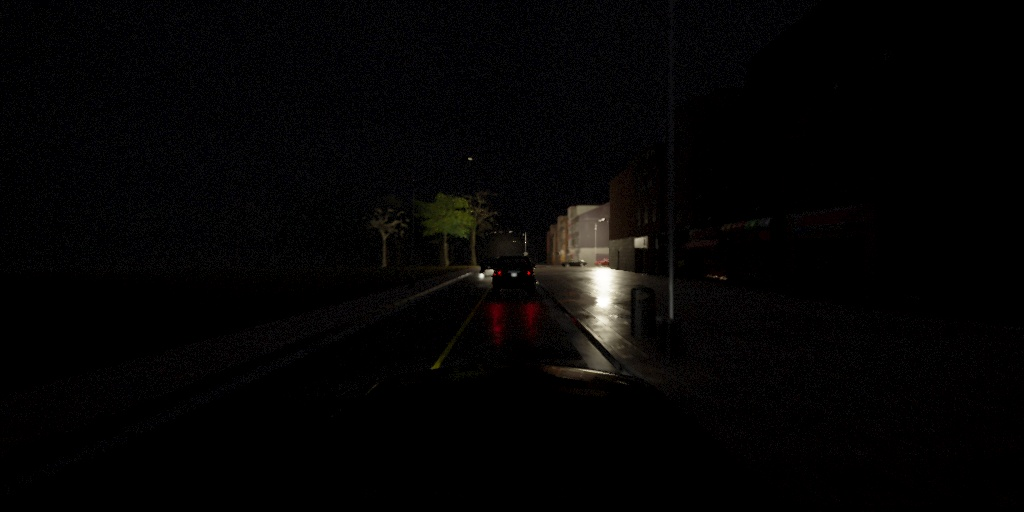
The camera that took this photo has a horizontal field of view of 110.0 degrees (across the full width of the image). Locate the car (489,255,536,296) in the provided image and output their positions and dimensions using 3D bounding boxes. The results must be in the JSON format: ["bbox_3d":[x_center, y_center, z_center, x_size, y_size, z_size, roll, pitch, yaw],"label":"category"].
[{"bbox_3d":[0.100,0.984,19.595,2.150,2.045,5.566,0,0,0],"label":"car"}]

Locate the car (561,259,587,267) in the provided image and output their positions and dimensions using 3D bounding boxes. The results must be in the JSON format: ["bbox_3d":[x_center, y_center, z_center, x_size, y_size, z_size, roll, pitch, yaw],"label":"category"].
[{"bbox_3d":[10.446,1.203,60.285,4.403,1.370,2.007,0,0,0],"label":"car"}]

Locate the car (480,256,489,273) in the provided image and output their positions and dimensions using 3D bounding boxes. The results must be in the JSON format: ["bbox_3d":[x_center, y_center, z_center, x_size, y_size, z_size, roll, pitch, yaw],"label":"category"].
[{"bbox_3d":[-2.759,1.041,45.293,2.150,2.045,5.566,0,-1,0],"label":"car"}]

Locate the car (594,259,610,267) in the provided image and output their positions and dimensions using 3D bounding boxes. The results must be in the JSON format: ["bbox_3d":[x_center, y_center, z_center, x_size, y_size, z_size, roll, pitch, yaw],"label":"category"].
[{"bbox_3d":[15.977,1.115,60.282,4.207,1.307,1.802,0,0,0],"label":"car"}]
